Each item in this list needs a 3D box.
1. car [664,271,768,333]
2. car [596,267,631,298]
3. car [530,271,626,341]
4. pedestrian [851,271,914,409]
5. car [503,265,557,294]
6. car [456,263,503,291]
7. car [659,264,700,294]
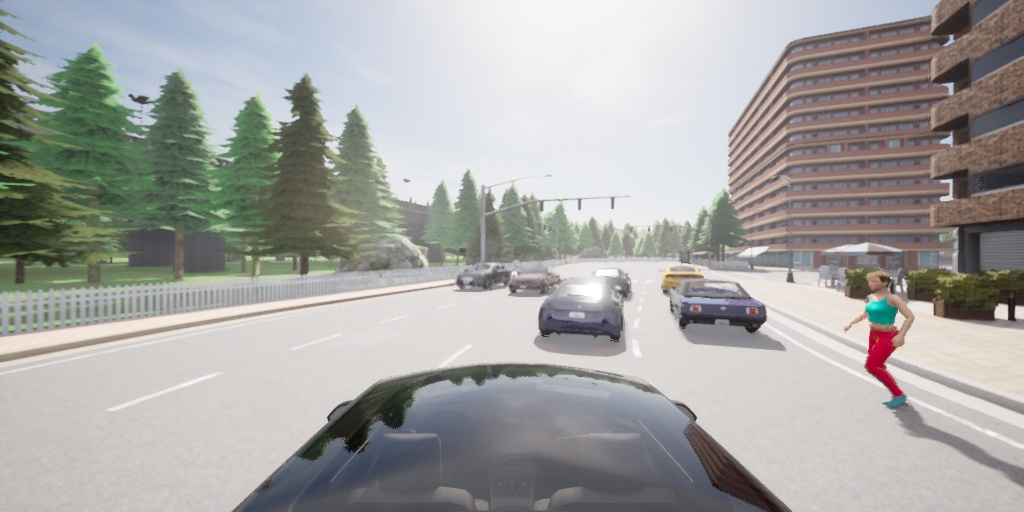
[{"bbox_3d":[5.871,1.332,10.834,1.895,1.301,4.718,0,0,19],"label":"car"},{"bbox_3d":[4.939,1.261,18.206,1.994,1.385,4.181,0,0,20],"label":"car"},{"bbox_3d":[2.040,1.286,9.968,1.994,1.385,4.181,0,0,17],"label":"car"},{"bbox_3d":[4.889,1.047,4.750,0.375,1.860,0.375,0,0,10],"label":"pedestrian"},{"bbox_3d":[1.372,1.206,19.328,1.812,1.442,4.674,0,0,22],"label":"car"},{"bbox_3d":[-1.543,1.154,21.468,2.128,1.511,4.902,0,0,22],"label":"car"},{"bbox_3d":[9.209,1.183,19.663,1.882,1.535,5.008,0,0,21],"label":"car"}]
